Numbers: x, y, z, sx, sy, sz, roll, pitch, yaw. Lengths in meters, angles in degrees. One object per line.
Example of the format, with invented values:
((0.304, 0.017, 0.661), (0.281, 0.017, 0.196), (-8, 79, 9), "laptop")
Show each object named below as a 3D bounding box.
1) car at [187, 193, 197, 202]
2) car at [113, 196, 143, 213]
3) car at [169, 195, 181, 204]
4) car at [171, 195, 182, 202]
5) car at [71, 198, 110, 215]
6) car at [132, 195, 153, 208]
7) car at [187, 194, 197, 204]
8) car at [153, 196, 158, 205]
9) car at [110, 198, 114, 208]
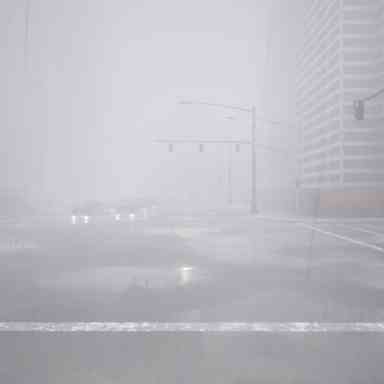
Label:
((0.056, 1.184, 74.484), (2.097, 1.767, 4.553), (0, 0, 0), "car")
((-7.061, 1.526, 37.041), (1.812, 1.442, 4.674), (0, 0, 0), "car")
((-3.451, 1.491, 64.233), (2.128, 1.511, 4.902), (0, 0, 0), "car")
((-3.444, 1.354, 74.517), (2.128, 1.511, 4.902), (0, 0, 0), "car")
((-10.543, 1.547, 34.338), (2.033, 1.411, 5.357), (0, 0, 4), "car")
((-7.043, 1.505, 46.985), (1.837, 1.490, 4.892), (0, 0, 0), "car")
((0.049, 1.547, 64.230), (2.033, 1.411, 5.357), (0, 0, 0), "car")
((-7.023, 1.505, 57.255), (1.837, 1.490, 4.892), (0, 0, 0), "car")
((-10.558, 1.547, 44.410), (2.033, 1.411, 5.357), (0, 0, 0), "car")
